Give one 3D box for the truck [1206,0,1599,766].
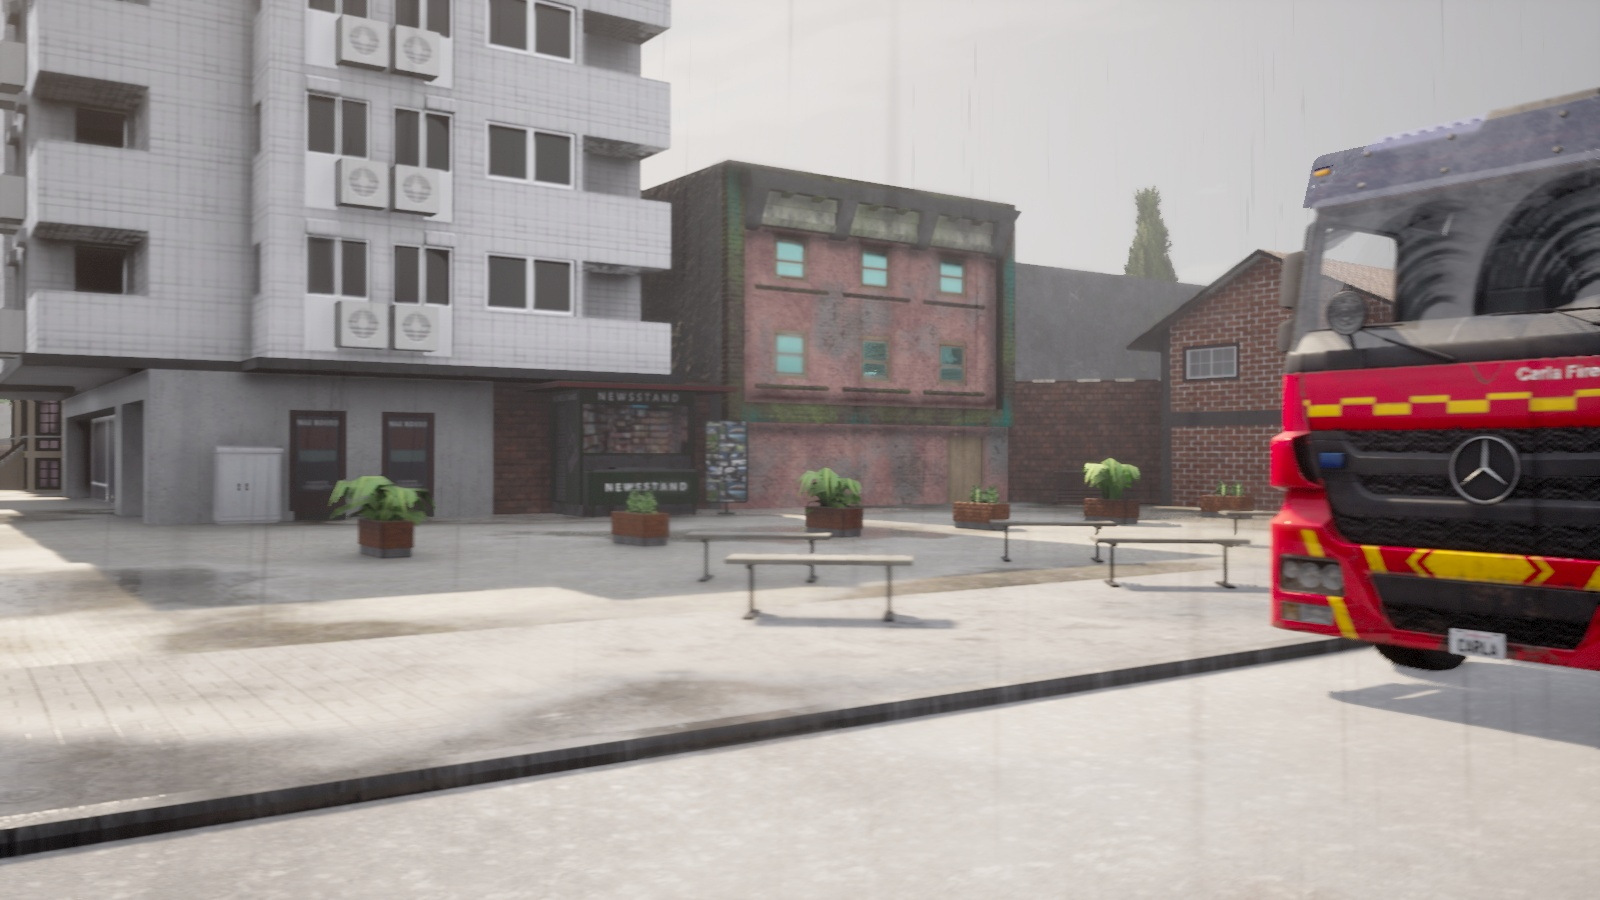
[{"bbox_3d":[6.823,-0.412,9.021,8.468,3.827,2.891,0,0,-35],"label":"truck"}]
